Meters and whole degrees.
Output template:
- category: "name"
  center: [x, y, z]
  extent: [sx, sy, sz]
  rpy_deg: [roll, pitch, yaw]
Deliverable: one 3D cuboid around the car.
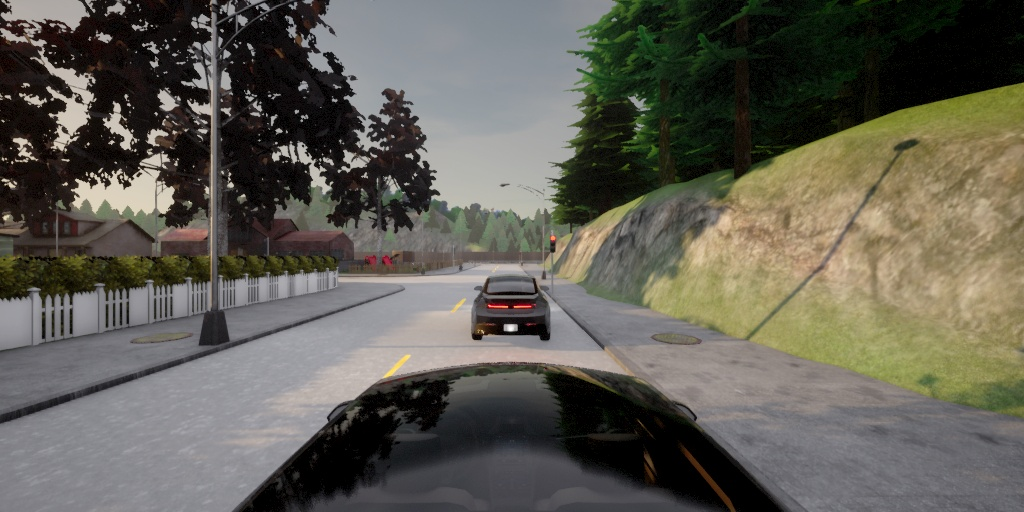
- category: "car"
  center: [-0.017, 1.255, 9.933]
  extent: [1.837, 1.490, 4.892]
  rpy_deg: [0, 0, 0]
